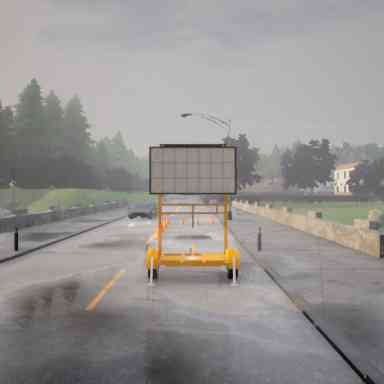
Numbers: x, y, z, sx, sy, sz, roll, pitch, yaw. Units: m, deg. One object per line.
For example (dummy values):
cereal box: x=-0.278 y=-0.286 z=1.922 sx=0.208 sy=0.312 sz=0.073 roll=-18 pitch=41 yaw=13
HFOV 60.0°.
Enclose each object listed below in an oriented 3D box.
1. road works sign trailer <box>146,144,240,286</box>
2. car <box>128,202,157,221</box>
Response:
road works sign trailer: x=0.026 y=0.464 z=9.353 sx=2.380 sy=3.560 sz=2.880 roll=0 pitch=0 yaw=0
car: x=-4.023 y=1.547 z=27.857 sx=2.033 sy=1.411 sz=5.357 roll=0 pitch=0 yaw=0
